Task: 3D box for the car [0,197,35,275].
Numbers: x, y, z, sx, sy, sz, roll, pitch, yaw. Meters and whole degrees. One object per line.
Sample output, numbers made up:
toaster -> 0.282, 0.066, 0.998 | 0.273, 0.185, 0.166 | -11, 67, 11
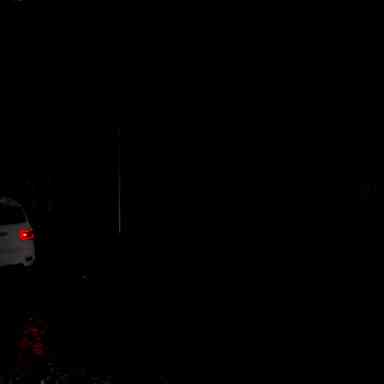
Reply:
car -> -6.164, 1.166, 9.303 | 2.150, 2.045, 5.566 | 0, 1, -41
